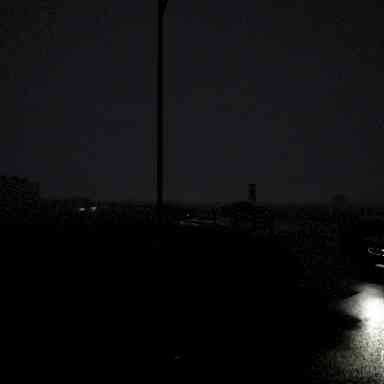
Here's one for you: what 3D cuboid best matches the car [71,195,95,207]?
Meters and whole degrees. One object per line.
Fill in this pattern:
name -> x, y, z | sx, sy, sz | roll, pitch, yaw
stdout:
car -> -16.245, 1.420, 50.082 | 1.882, 1.535, 5.008 | 0, 0, -35

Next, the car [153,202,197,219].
car -> -1.601, 1.603, 29.429 | 1.895, 1.301, 4.718 | 0, 0, -35

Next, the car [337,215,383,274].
car -> 6.014, 1.536, 10.648 | 1.882, 1.535, 5.008 | 1, 0, 14

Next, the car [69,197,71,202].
car -> -22.806, 1.388, 65.574 | 2.128, 1.511, 4.902 | 0, 0, -35

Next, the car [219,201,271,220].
car -> 4.226, 1.474, 27.545 | 1.882, 1.535, 5.008 | 0, 1, -35
